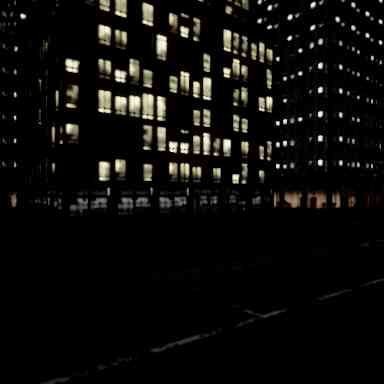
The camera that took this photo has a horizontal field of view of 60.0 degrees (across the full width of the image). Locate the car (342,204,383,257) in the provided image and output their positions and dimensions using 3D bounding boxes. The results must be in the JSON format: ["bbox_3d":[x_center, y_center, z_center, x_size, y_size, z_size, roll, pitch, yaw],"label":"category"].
[{"bbox_3d":[7.457,1.345,11.879,5.009,1.841,2.192,0,0,-35],"label":"car"}]
